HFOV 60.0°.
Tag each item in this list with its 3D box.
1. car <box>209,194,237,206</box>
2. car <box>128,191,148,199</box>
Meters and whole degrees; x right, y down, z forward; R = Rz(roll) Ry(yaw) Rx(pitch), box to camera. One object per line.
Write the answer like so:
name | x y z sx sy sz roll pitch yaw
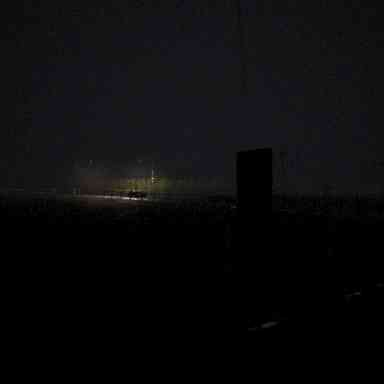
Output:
car | 4.095 0.884 39.419 1.895 1.301 4.718 0 1 -35
car | -9.535 0.462 58.652 1.895 1.301 4.718 0 1 -35
